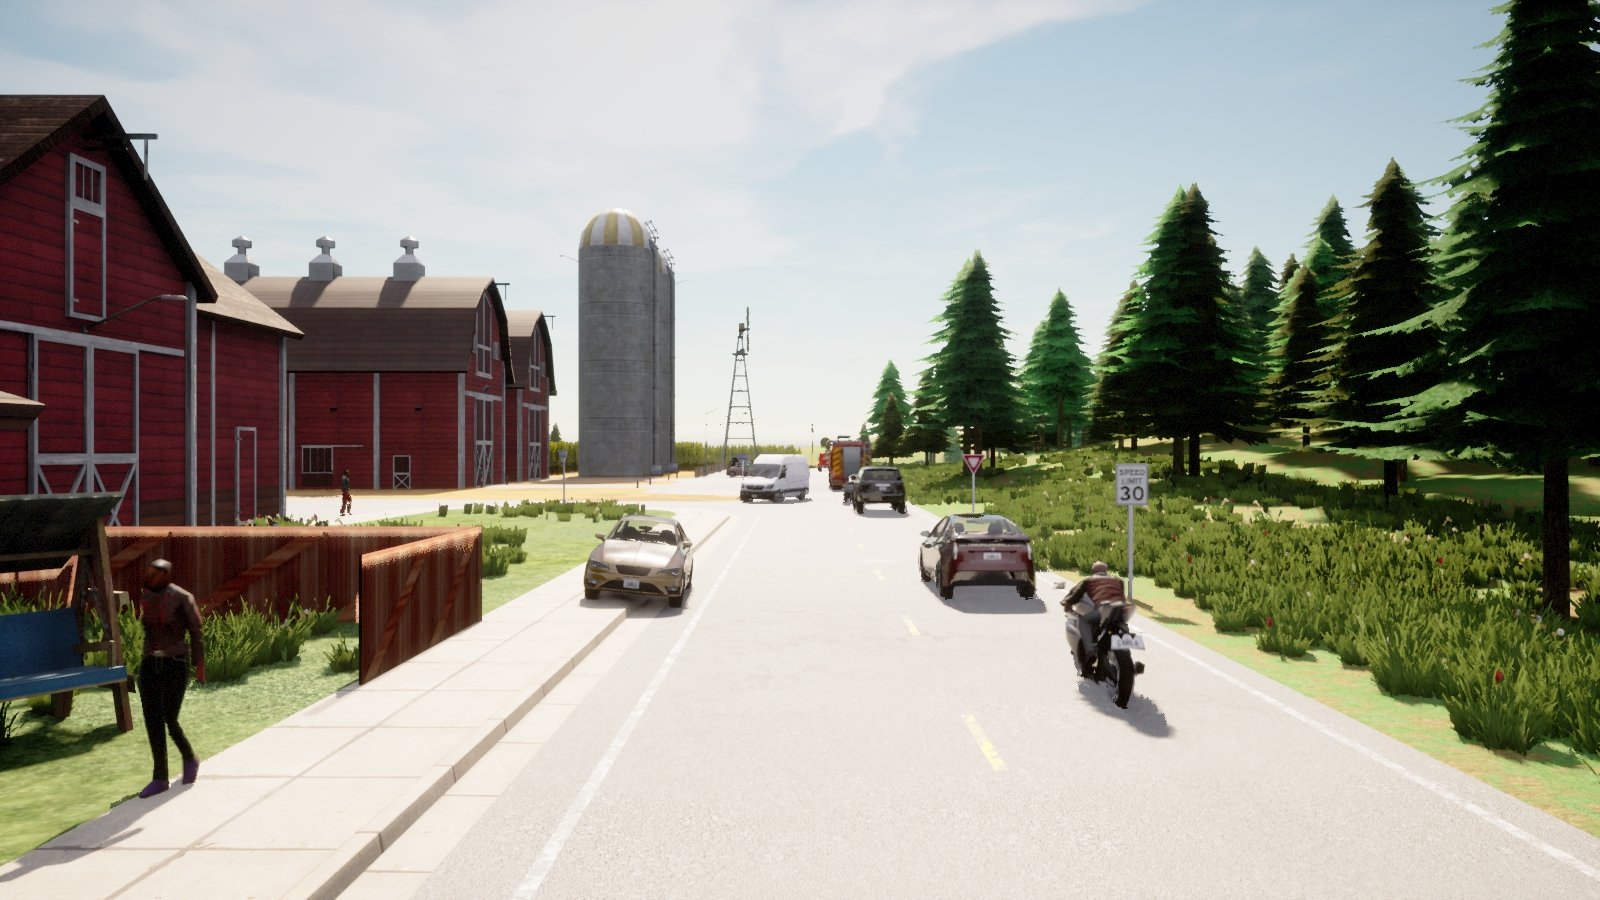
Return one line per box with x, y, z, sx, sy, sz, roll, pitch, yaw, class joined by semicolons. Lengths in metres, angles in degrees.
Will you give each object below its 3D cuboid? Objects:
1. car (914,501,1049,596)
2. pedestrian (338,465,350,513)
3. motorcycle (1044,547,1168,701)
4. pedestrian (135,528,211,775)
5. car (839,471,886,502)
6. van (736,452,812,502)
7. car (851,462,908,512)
3.524;1.900;23.025;2.007;1.525;4.514;0;0;0;car
-17.719;1.519;44.420;0.375;1.860;0.375;0;0;-14;pedestrian
3.519;1.961;13.365;0.867;1.460;2.209;0;0;0;motorcycle
-4.905;1.555;8.951;0.375;1.860;0.375;0;0;7;pedestrian
3.411;1.907;61.487;2.128;1.511;4.902;0;0;8;car
-1.333;1.392;61.984;1.988;2.561;5.915;1;0;21;van
3.554;1.619;51.987;2.150;2.045;5.566;1;0;0;car
